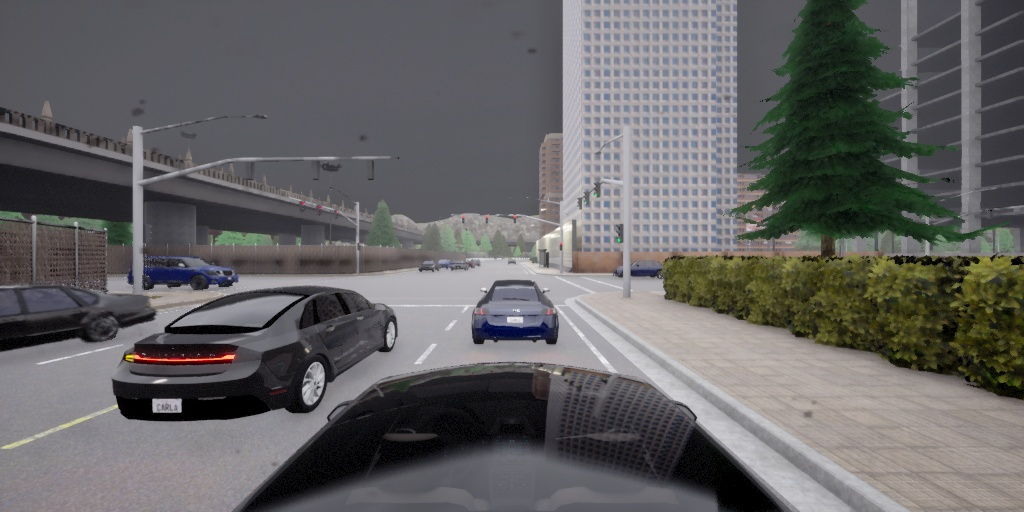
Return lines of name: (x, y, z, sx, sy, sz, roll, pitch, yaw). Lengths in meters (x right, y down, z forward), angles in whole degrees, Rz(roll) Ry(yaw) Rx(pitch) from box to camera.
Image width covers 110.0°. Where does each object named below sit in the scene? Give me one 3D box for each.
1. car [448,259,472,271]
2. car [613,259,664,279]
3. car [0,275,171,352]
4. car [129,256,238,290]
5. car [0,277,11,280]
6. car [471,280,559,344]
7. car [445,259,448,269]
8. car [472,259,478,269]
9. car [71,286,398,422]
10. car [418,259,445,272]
car: (-7.095, 1.314, 49.184, 1.994, 1.385, 4.181, 0, 0, 0)
car: (11.637, 1.157, 32.856, 4.553, 1.767, 2.097, 0, 0, 0)
car: (-10.394, 1.297, 6.996, 2.033, 1.411, 5.357, 0, 0, 4)
car: (-20.160, 1.026, 22.082, 5.566, 2.045, 2.150, 0, 0, 0)
car: (-33.788, 1.370, 22.053, 4.181, 1.385, 1.994, 0, 0, 0)
car: (0.077, 1.314, 9.564, 1.994, 1.385, 4.181, 0, 0, 0)
car: (-10.599, 1.228, 55.881, 1.882, 1.535, 5.008, 0, 0, 0)
car: (-7.094, 1.351, 57.938, 1.895, 1.301, 4.718, 0, 0, 0)
car: (-3.441, 1.255, 6.020, 1.837, 1.490, 4.892, 0, 0, 0)
car: (-10.602, 1.297, 46.431, 2.033, 1.411, 5.357, 0, 0, 0)
